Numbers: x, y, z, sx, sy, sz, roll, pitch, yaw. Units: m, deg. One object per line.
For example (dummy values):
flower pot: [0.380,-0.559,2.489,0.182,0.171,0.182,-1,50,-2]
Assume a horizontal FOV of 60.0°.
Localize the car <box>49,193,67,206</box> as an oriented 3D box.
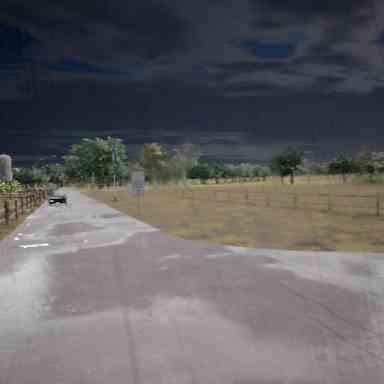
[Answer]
car: [-15.302,0.825,38.011,1.895,1.301,4.718,-3,2,-21]
